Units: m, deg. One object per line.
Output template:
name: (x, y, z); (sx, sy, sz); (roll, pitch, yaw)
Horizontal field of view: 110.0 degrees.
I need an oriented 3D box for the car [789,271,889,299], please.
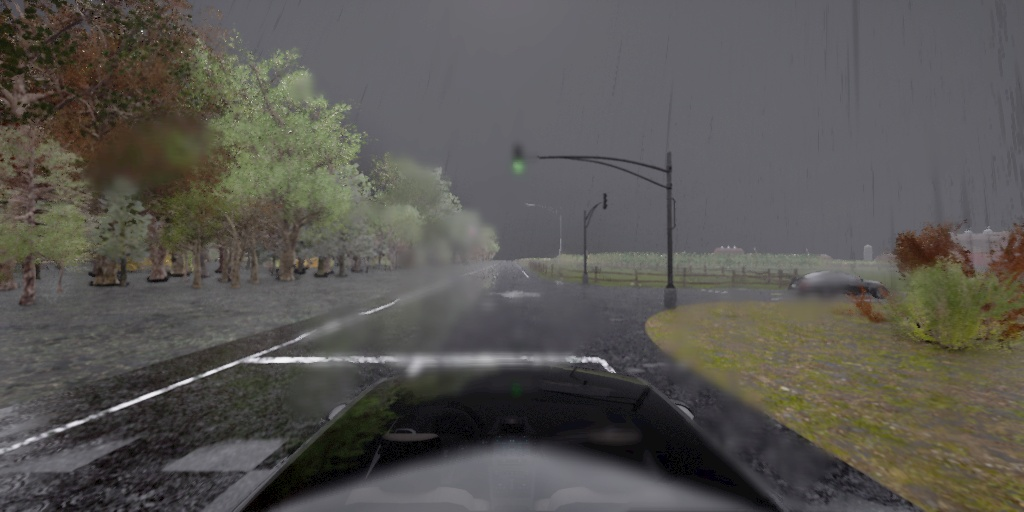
car: (18.300, 1.600, 20.205); (4.674, 1.442, 1.812); (1, -1, 0)
